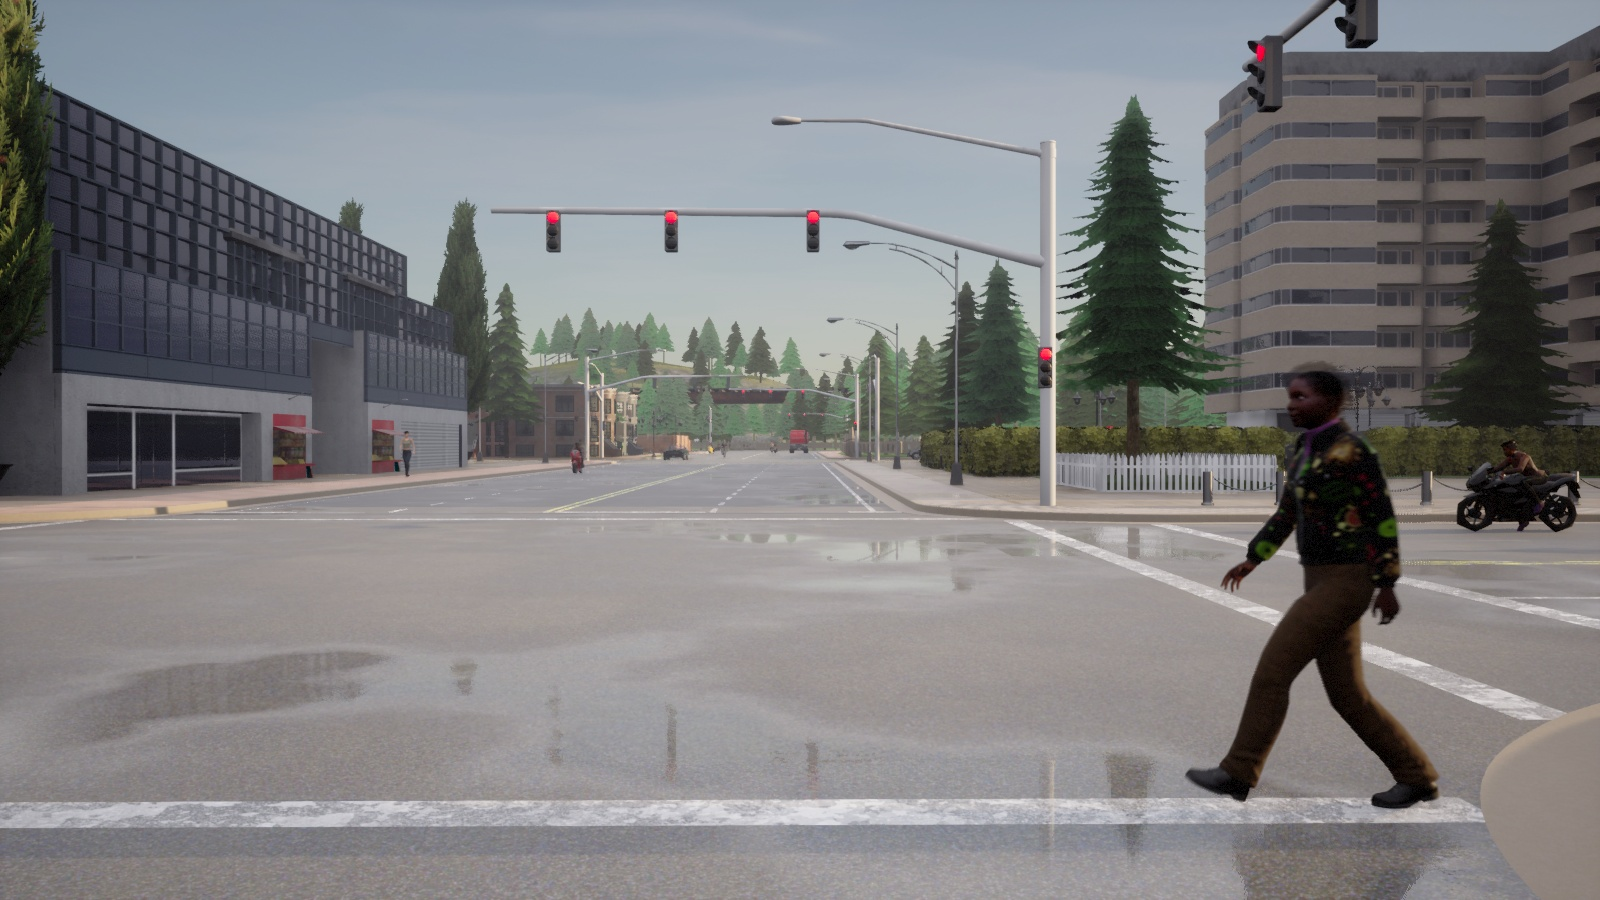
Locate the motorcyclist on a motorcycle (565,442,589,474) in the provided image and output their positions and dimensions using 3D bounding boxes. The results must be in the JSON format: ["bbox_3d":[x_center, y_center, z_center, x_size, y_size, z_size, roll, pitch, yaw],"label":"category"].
[{"bbox_3d":[-10.668,0.381,60.067,0.797,1.523,2.044,0,0,0],"label":"motorcyclist on a motorcycle"}]

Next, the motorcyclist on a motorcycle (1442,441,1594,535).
[{"bbox_3d":[11.870,0.621,20.800,2.044,1.523,0.797,0,0,0],"label":"motorcyclist on a motorcycle"}]

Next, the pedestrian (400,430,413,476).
[{"bbox_3d":[-15.539,0.113,49.599,0.345,1.836,0.594,0,0,0],"label":"pedestrian"}]

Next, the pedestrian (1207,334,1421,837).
[{"bbox_3d":[2.036,0.518,5.016,0.692,1.930,0.395,0,0,2],"label":"pedestrian"}]
